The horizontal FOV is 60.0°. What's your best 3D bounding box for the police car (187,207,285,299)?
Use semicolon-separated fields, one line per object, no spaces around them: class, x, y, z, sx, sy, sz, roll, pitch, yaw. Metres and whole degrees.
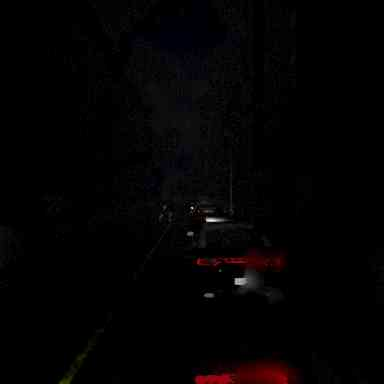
police car;0.900;1.424;8.637;1.930;1.638;5.238;0;0;0

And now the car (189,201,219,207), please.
car;0.902;1.475;18.527;1.882;1.535;5.008;0;0;0

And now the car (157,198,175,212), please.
car;-2.997;1.484;38.802;2.128;1.511;4.902;0;0;0

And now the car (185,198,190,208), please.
car;0.033;1.553;47.280;1.994;1.385;4.181;0;0;1

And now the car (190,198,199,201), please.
car;0.902;1.451;24.717;1.801;1.575;5.366;0;0;0
